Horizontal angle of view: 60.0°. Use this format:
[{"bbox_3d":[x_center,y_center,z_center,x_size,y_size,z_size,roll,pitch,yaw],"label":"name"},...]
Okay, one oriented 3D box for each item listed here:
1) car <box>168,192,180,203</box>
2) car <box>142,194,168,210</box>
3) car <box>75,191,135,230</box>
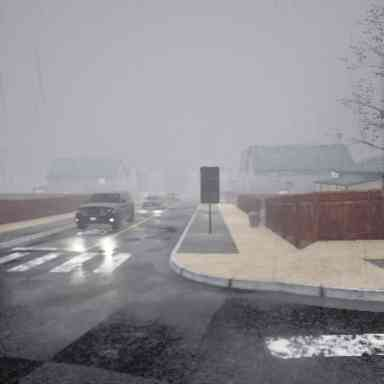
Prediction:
[{"bbox_3d":[-3.035,0.779,52.377,2.097,1.767,4.553,0,1,3],"label":"car"},{"bbox_3d":[-4.025,1.087,35.410,1.837,1.490,4.892,0,1,3],"label":"car"},{"bbox_3d":[-4.869,0.974,19.585,2.150,2.045,5.566,0,1,3],"label":"car"}]
